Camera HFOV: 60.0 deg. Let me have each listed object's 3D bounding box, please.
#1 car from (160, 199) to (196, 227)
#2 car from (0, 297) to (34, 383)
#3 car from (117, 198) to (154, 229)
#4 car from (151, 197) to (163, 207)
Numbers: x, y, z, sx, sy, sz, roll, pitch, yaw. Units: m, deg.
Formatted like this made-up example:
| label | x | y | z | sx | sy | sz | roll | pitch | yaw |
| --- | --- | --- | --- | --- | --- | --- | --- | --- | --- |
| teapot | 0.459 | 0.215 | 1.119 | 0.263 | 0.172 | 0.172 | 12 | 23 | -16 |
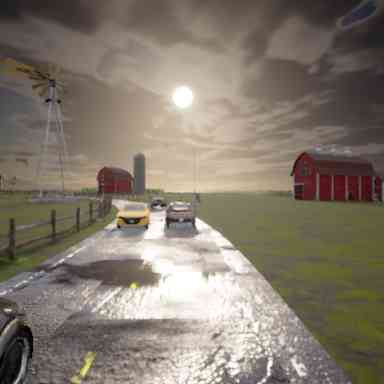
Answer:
| label | x | y | z | sx | sy | sz | roll | pitch | yaw |
| --- | --- | --- | --- | --- | --- | --- | --- | --- | --- |
| car | -0.842 | 1.417 | 21.880 | 2.128 | 1.511 | 4.902 | 0 | 0 | -5 |
| car | -2.869 | 1.557 | 2.268 | 1.994 | 1.385 | 4.181 | 0 | 0 | 0 |
| car | -3.643 | 1.402 | 21.387 | 1.882 | 1.535 | 5.008 | 0 | 0 | -5 |
| car | -4.481 | 1.344 | 42.300 | 1.837 | 1.490 | 4.892 | 0 | 0 | -14 |
